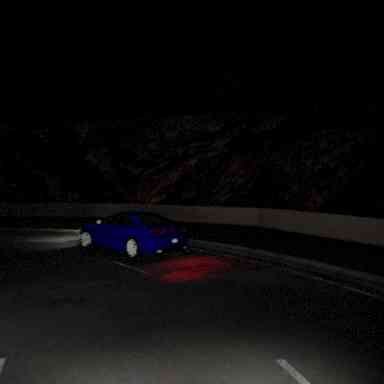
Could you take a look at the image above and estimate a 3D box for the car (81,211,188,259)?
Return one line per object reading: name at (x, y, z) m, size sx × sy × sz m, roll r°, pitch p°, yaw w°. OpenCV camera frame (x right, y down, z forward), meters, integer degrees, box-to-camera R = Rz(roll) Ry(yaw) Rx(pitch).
car at (-2.372, 1.460, 12.665) m, size 5.008 × 1.535 × 1.882 m, roll 0°, pitch -1°, yaw 43°
